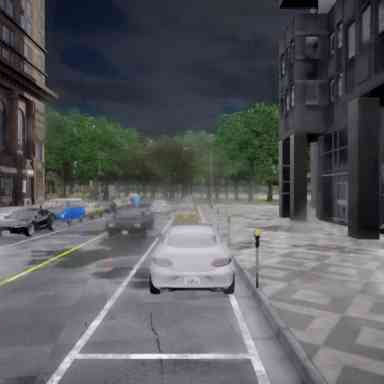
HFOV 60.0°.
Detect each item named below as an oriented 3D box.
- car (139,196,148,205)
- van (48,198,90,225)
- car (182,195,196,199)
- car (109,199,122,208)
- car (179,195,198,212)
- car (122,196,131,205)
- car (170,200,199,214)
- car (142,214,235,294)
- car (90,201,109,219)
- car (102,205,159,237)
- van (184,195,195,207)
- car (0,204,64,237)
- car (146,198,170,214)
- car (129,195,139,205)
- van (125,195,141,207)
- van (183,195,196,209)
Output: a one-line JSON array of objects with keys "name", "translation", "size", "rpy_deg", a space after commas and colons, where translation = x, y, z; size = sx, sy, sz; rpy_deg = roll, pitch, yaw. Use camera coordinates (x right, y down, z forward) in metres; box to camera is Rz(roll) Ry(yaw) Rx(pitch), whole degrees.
[{"name": "car", "translation": [-6.168, 1.576, 46.096], "size": [1.994, 1.385, 4.181], "rpy_deg": [0, 0, 0]}, {"name": "van", "translation": [-8.909, 1.344, 23.573], "size": [1.690, 1.788, 3.998], "rpy_deg": [0, 0, 0]}, {"name": "car", "translation": [-0.384, 1.446, 34.448], "size": [1.967, 1.590, 4.097], "rpy_deg": [0, 0, 0]}, {"name": "car", "translation": [-8.909, 1.572, 34.448], "size": [1.947, 1.339, 4.313], "rpy_deg": [0, 0, 0]}, {"name": "car", "translation": [-0.384, 1.324, 39.886], "size": [2.192, 1.841, 5.009], "rpy_deg": [0, 0, 0]}, {"name": "car", "translation": [-8.909, 1.534, 39.716], "size": [1.752, 1.417, 4.829], "rpy_deg": [0, 0, 0]}, {"name": "car", "translation": [-0.384, 1.528, 23.743], "size": [1.752, 1.417, 4.829], "rpy_deg": [0, 0, 0]}, {"name": "car", "translation": [0.003, 1.526, 8.650], "size": [1.812, 1.442, 4.674], "rpy_deg": [0, 0, 0]}, {"name": "car", "translation": [-8.909, 1.529, 28.841], "size": [1.752, 1.417, 4.829], "rpy_deg": [0, 0, 0]}, {"name": "car", "translation": [-3.130, 1.602, 17.876], "size": [1.895, 1.301, 4.718], "rpy_deg": [0, 0, 0]}, {"name": "van", "translation": [-0.384, 1.355, 50.761], "size": [1.690, 1.788, 3.998], "rpy_deg": [0, 0, 0]}, {"name": "car", "translation": [-8.909, 1.567, 18.136], "size": [1.947, 1.339, 4.313], "rpy_deg": [0, 0, 0]}, {"name": "car", "translation": [-3.123, 1.531, 33.519], "size": [1.812, 1.442, 4.674], "rpy_deg": [0, 0, 0]}, {"name": "car", "translation": [-8.910, 1.452, 45.324], "size": [1.967, 1.590, 4.097], "rpy_deg": [0, 0, 0]}, {"name": "van", "translation": [-8.910, 1.355, 50.762], "size": [1.690, 1.788, 3.998], "rpy_deg": [0, 0, 0]}, {"name": "van", "translation": [-0.384, 1.353, 45.324], "size": [1.690, 1.788, 3.998], "rpy_deg": [0, 0, 0]}]
